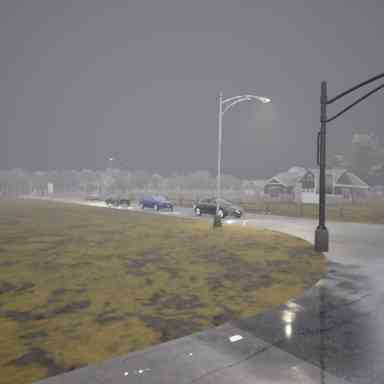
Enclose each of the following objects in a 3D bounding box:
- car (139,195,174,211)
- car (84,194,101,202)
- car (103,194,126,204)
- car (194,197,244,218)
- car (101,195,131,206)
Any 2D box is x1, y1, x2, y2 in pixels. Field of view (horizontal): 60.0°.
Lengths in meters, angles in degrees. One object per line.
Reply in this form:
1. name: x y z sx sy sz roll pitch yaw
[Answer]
1. car: -3.754 1.084 34.600 1.882 1.535 5.008 2 0 -36
2. car: -18.201 1.007 61.129 2.033 1.411 5.357 2 -1 -35
3. car: -12.404 1.088 52.977 1.994 1.385 4.181 2 -1 -35
4. car: 2.039 1.227 26.452 1.837 1.490 4.892 2 0 -35
5. car: -9.541 1.108 42.755 1.895 1.301 4.718 2 -1 -35
